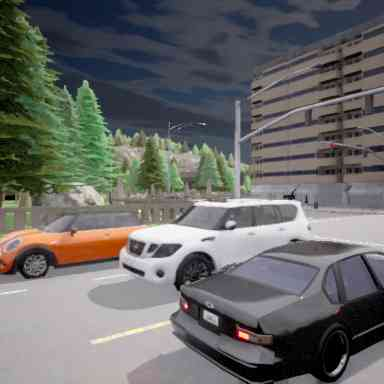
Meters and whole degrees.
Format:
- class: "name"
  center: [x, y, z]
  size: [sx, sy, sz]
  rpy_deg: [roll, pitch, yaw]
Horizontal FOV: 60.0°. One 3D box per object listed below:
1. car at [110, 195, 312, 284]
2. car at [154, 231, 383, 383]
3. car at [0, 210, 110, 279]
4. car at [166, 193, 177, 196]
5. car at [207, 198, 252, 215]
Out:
- class: "car"
  center: [0.920, 1.221, 8.962]
  size: [5.566, 2.045, 2.150]
  rpy_deg: [0, 0, -35]
- class: "car"
  center: [2.277, 1.547, 5.414]
  size: [5.357, 1.411, 2.033]
  rpy_deg: [0, 0, -35]
- class: "car"
  center: [-3.450, 1.352, 10.131]
  size: [4.553, 1.767, 2.097]
  rpy_deg: [0, 0, -36]
- class: "car"
  center: [-3.250, 1.166, 53.668]
  size: [2.150, 2.045, 5.566]
  rpy_deg: [0, 0, -5]
- class: "car"
  center: [3.838, 1.436, 34.892]
  size: [2.128, 1.511, 4.902]
  rpy_deg: [0, 0, -32]
